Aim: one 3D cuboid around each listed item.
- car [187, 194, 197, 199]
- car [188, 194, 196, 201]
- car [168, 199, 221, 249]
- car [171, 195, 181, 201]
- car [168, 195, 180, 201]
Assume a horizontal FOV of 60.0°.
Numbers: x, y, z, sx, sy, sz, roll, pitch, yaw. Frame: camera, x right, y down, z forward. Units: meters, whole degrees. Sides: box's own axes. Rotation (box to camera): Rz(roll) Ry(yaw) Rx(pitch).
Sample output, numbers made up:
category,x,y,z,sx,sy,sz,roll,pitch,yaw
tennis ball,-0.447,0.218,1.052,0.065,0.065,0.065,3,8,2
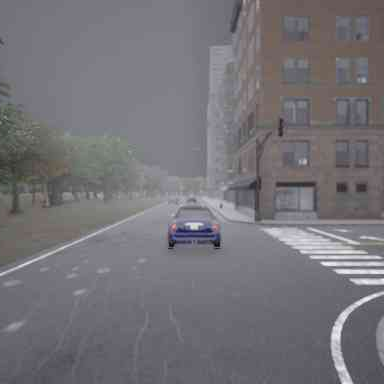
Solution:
category,x,y,z,sx,sy,sz,roll,pitch,yaw
car,-0.009,1.436,62.404,1.837,1.490,4.892,0,0,0
car,-0.012,1.216,72.822,1.812,1.442,4.674,0,0,0
car,0.092,1.383,14.922,2.097,1.767,4.553,0,0,0
car,-3.511,1.287,72.853,1.895,1.301,4.718,0,0,0
car,-3.510,1.479,62.403,2.033,1.411,5.357,0,0,0
